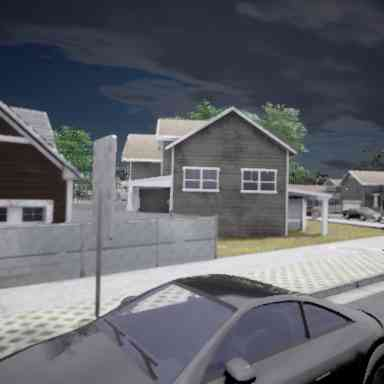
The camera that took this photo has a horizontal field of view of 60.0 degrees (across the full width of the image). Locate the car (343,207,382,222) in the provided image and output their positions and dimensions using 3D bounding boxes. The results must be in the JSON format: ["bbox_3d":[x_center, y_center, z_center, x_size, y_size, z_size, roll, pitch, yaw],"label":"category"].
[{"bbox_3d":[18.013,2.357,35.292,2.128,1.511,4.902,1,-2,-5],"label":"car"}]

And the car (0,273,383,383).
[{"bbox_3d":[0.143,1.583,3.148,4.181,1.385,1.994,1,0,-35],"label":"car"}]

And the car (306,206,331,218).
[{"bbox_3d":[17.027,2.702,45.396,1.837,1.490,4.892,1,-2,-6],"label":"car"}]
